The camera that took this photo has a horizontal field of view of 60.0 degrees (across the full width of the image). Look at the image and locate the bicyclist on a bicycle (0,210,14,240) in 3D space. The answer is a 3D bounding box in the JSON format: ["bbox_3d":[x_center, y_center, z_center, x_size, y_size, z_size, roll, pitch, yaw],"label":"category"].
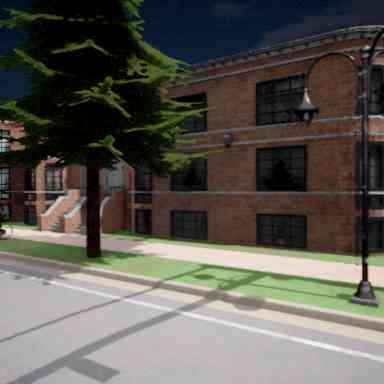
[{"bbox_3d":[-7.967,1.191,13.353,0.582,1.620,1.656,0,1,31],"label":"bicyclist on a bicycle"}]
